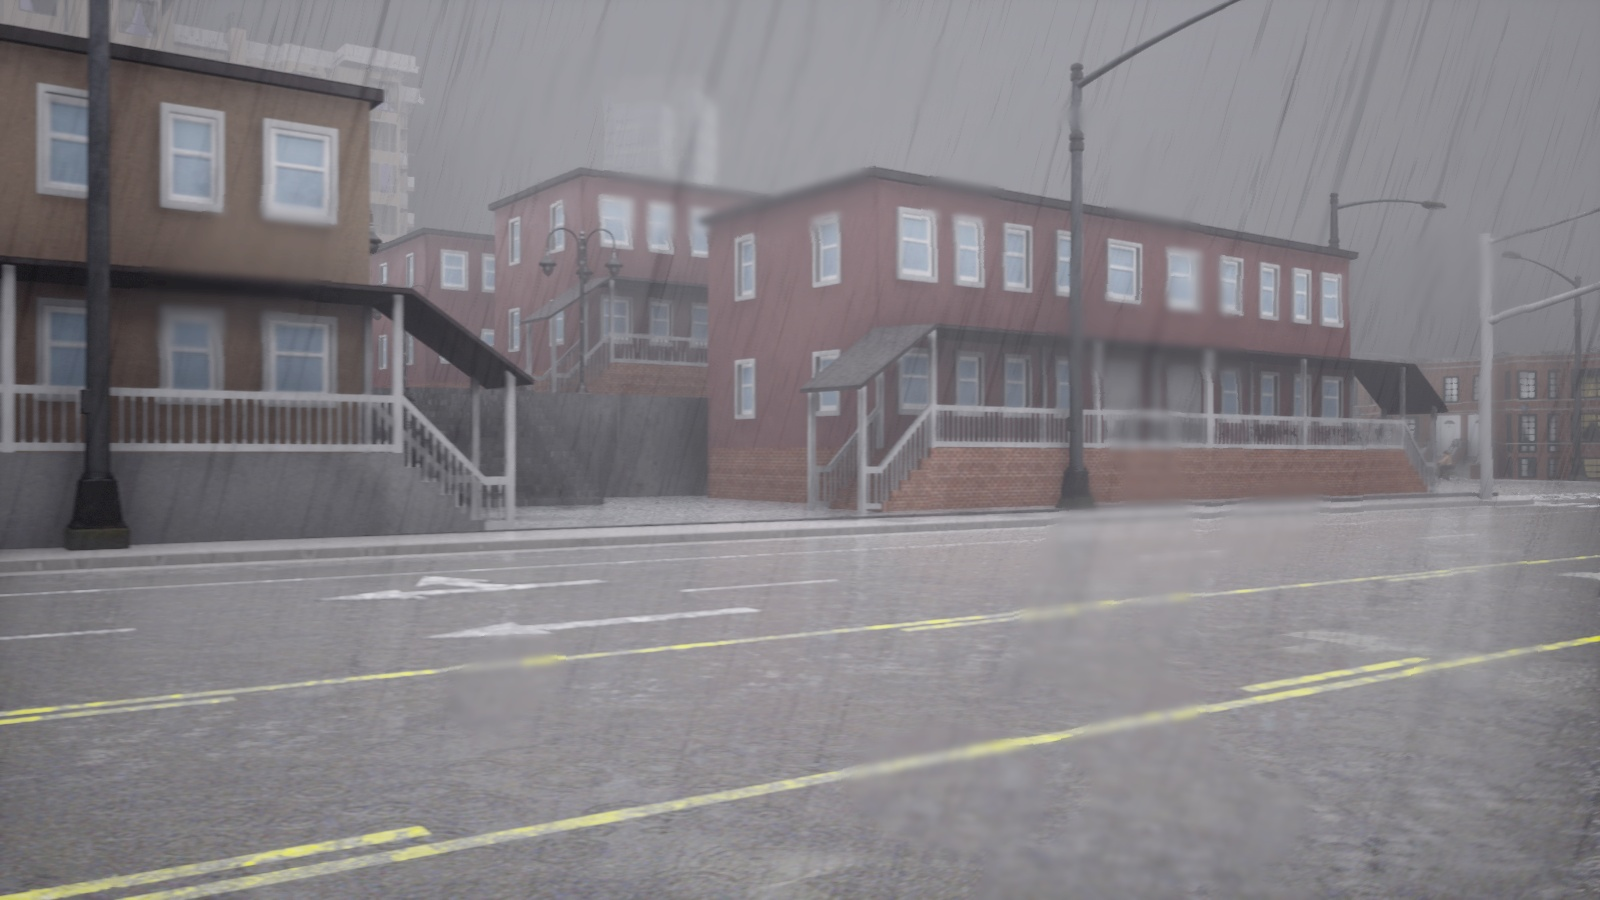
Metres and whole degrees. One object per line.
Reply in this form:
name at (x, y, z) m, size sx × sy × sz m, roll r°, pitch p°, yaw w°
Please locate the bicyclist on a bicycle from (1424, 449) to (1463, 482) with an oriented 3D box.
bicyclist on a bicycle at (31.799, 0.767, 62.061) m, size 0.866 × 1.612 × 1.509 m, roll 0°, pitch 0°, yaw -35°
